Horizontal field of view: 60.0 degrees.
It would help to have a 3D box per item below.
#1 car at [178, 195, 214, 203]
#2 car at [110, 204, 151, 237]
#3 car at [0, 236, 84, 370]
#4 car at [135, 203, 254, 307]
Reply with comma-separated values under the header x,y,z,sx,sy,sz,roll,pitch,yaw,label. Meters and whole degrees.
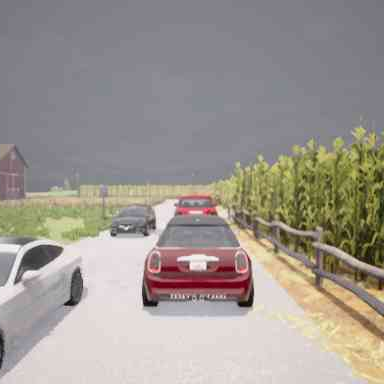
x,y,z,sx,sy,sz,roll,pitch,yaw,label
0.194,1.159,17.640,2.150,2.045,5.566,0,0,0,car
-3.022,1.442,17.825,1.837,1.490,4.892,0,0,1,car
-3.164,1.507,5.264,1.812,1.442,4.674,0,0,0,car
0.125,1.323,8.057,2.097,1.767,4.553,0,0,0,car
